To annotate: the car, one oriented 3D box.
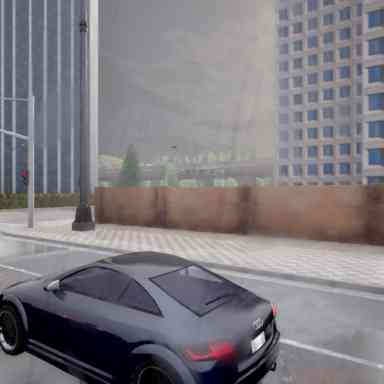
[{"bbox_3d":[-0.946,1.564,4.677,4.181,1.385,1.994,0,0,35],"label":"car"}]
